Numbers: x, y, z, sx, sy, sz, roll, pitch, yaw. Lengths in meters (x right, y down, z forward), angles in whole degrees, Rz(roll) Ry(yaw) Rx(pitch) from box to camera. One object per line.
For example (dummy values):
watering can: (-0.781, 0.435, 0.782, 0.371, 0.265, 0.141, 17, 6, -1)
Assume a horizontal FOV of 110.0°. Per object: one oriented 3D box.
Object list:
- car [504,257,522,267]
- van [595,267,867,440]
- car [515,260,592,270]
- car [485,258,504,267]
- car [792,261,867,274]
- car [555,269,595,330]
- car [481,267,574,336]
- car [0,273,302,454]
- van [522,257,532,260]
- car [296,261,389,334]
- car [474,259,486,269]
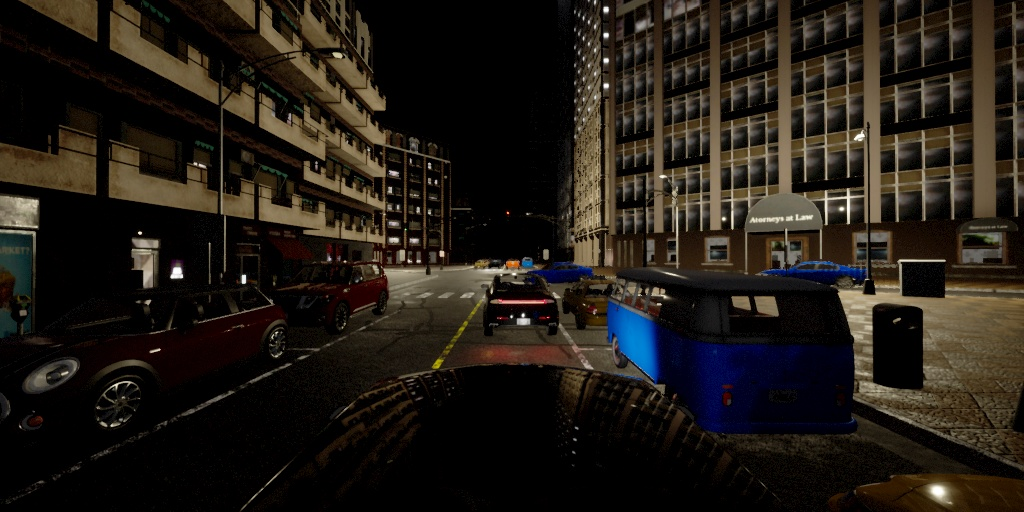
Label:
car: (0.128, 1.175, 58.189, 2.097, 1.767, 4.553, 0, 0, 0)
van: (2.567, 1.092, 5.246, 1.690, 1.789, 3.998, 0, 0, 0)
car: (3.080, 1.210, 24.307, 5.008, 1.535, 1.882, -1, 0, -20)
car: (-2.804, 1.425, 58.866, 1.895, 1.301, 4.718, 0, 0, 2)
car: (17.566, 1.078, 21.104, 5.008, 1.535, 1.882, -1, -1, 40)
car: (2.568, 1.279, 10.952, 1.751, 1.417, 4.829, 0, 0, 0)
car: (0.135, 1.245, 10.388, 2.128, 1.511, 4.902, 0, 0, -3)
car: (-5.314, 1.191, 5.242, 1.967, 1.591, 4.097, 0, 0, 0)
van: (2.579, 1.168, 59.775, 1.690, 1.789, 3.998, 0, 0, 0)
car: (-5.313, 1.068, 10.778, 2.192, 1.841, 5.009, 0, 0, 0)
car: (-5.302, 1.352, 59.607, 1.751, 1.417, 4.829, 0, 0, 0)
